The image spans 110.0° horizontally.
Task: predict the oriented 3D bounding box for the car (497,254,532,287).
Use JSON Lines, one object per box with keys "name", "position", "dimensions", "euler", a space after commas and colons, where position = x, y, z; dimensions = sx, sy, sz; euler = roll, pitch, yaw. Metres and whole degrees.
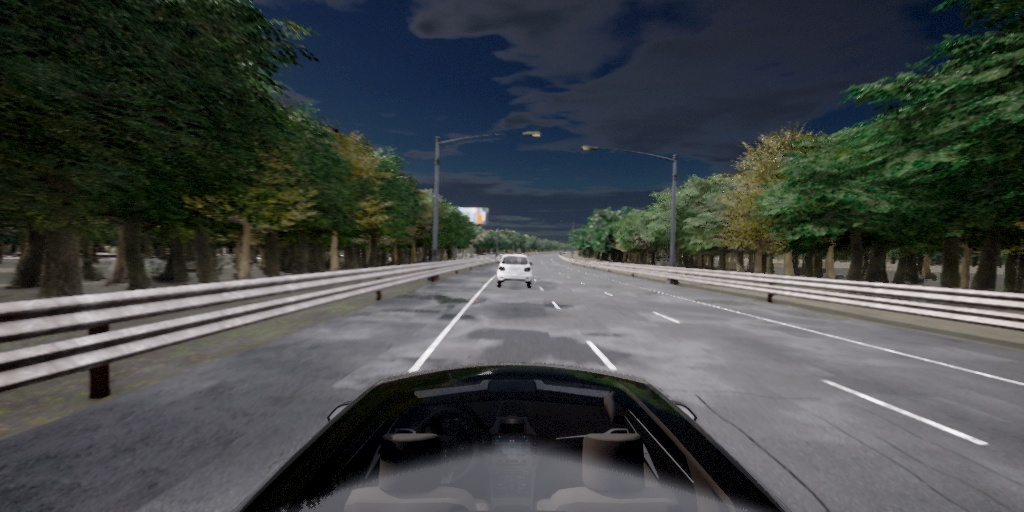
{"name": "car", "position": [0.186, 0.911, 24.170], "dimensions": [2.150, 2.045, 5.566], "euler": [2, 1, 1]}
